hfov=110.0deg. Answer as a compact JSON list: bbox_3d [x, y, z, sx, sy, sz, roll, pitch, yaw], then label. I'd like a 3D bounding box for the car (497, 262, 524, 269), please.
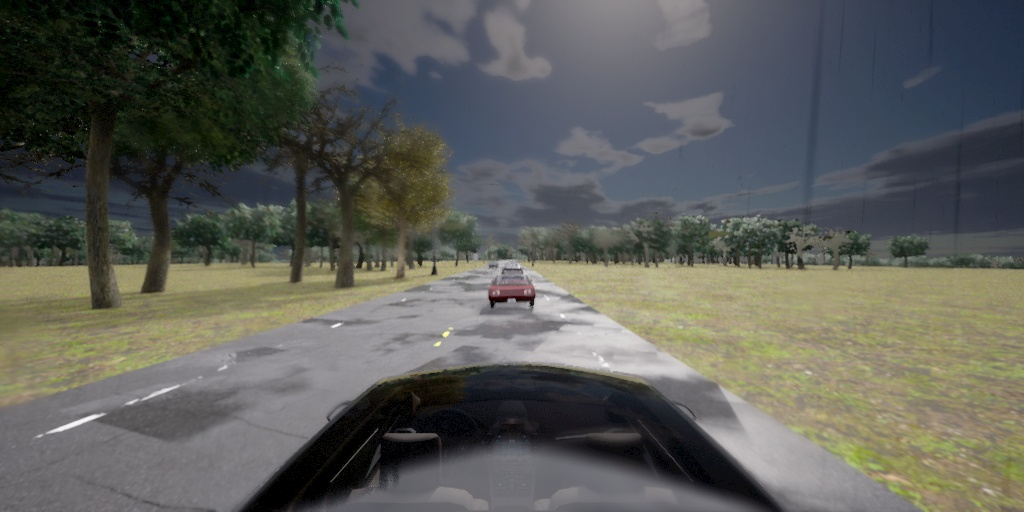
[{"bbox_3d":[0.045,1.420,31.104,2.128,1.511,4.902,0,0,0],"label":"car"}]

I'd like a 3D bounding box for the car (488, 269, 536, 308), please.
[{"bbox_3d":[0.002,1.441,15.924,1.895,1.301,4.718,-1,0,0],"label":"car"}]
